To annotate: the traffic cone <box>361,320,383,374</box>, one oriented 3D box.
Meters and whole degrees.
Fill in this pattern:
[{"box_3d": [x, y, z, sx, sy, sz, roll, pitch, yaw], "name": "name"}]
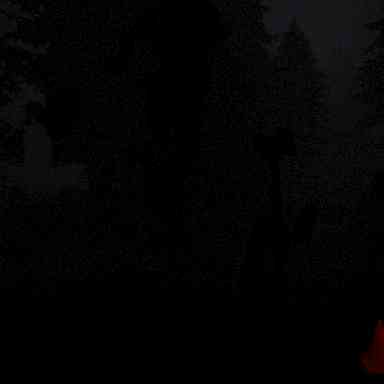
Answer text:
[{"box_3d": [2.372, 1.918, 4.206, 0.340, 0.580, 0.340, 1, 1, 13], "name": "traffic cone"}]
